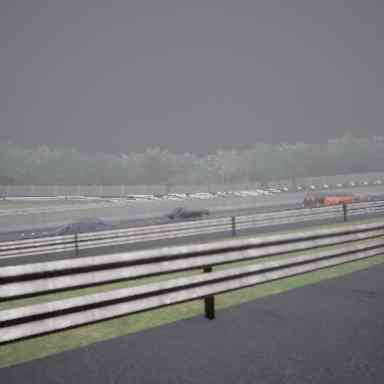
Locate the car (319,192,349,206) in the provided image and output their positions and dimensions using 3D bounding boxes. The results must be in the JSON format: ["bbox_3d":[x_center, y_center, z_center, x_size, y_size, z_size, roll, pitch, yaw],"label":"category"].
[{"bbox_3d":[17.324,0.802,37.759,4.553,1.767,2.097,-4,2,-22],"label":"car"}]

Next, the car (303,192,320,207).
[{"bbox_3d":[15.989,0.770,40.994,4.553,1.767,2.097,-4,2,-22],"label":"car"}]

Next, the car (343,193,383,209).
[{"bbox_3d":[18.712,0.972,34.547,4.902,1.511,2.128,-4,2,-22],"label":"car"}]

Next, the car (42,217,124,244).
[{"bbox_3d":[-7.845,2.898,23.604,5.357,1.411,2.033,-4,2,-22],"label":"car"}]

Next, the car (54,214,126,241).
[{"bbox_3d":[-8.350,2.811,27.181,5.357,1.411,2.033,-4,2,-22],"label":"car"}]

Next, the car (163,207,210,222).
[{"bbox_3d":[-0.527,2.202,34.191,4.718,1.301,1.895,-4,2,-22],"label":"car"}]
